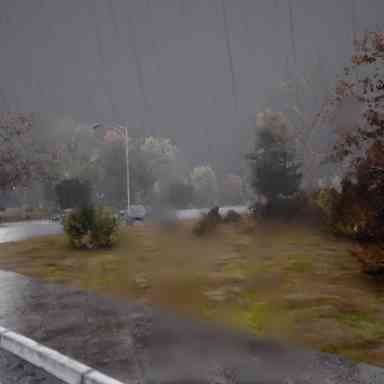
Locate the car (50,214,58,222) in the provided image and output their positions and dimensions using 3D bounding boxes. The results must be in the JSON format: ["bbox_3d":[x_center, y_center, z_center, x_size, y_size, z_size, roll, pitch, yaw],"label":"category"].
[{"bbox_3d":[-13.428,2.517,36.650,1.994,1.385,4.181,-3,-2,32],"label":"car"}]

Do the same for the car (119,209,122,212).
[{"bbox_3d":[-7.870,2.491,45.391,2.128,1.511,4.902,-3,-2,32],"label":"car"}]

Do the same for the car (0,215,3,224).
[{"bbox_3d":[-18.873,2.439,28.341,1.837,1.490,4.892,-3,-2,35],"label":"car"}]

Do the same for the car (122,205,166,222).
[{"bbox_3d":[-4.157,2.063,31.337,1.994,1.385,4.181,-3,-2,33],"label":"car"}]

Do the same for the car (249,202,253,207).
[{"bbox_3d":[11.085,2.190,55.384,1.837,1.490,4.892,-3,-2,32],"label":"car"}]
